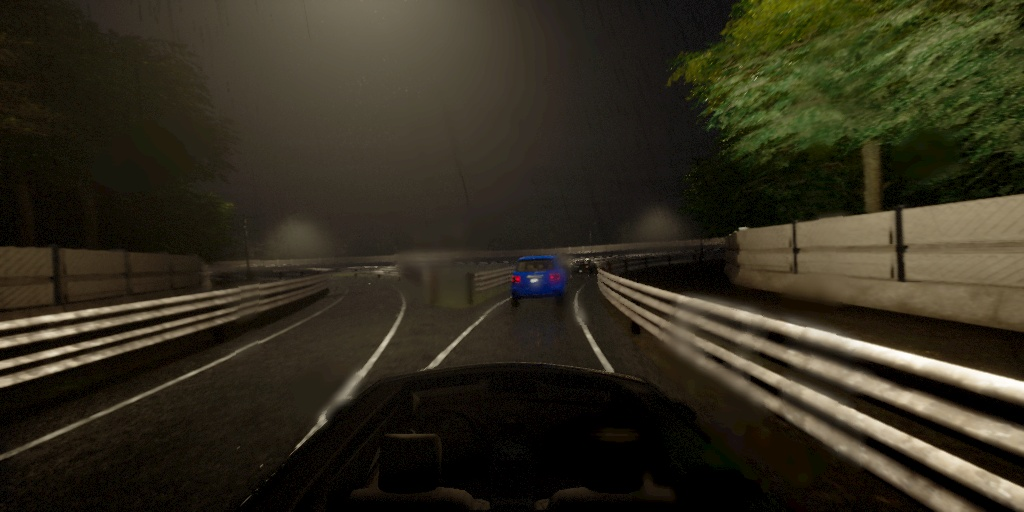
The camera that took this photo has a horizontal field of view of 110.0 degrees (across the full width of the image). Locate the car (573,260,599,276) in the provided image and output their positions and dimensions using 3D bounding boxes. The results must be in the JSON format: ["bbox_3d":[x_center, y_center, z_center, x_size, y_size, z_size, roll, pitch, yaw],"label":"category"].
[{"bbox_3d":[7.256,1.152,35.033,2.128,1.511,4.902,-2,0,24],"label":"car"}]

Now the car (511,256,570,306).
[{"bbox_3d":[1.404,1.030,16.209,2.150,2.045,5.566,-2,0,11],"label":"car"}]
